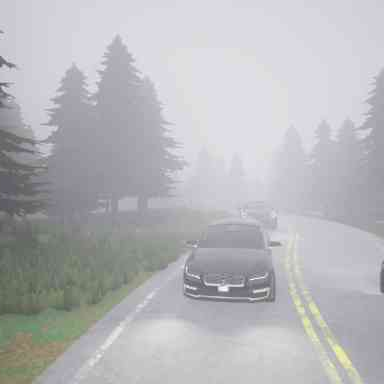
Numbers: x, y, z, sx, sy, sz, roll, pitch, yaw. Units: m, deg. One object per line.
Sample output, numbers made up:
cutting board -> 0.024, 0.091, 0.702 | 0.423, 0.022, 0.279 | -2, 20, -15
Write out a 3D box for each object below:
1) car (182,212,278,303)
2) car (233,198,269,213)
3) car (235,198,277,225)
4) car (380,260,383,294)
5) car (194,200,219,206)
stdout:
car -> 1.089, 1.496, 8.411 | 1.837, 1.490, 4.892 | -1, 0, 12
car -> 6.193, 1.410, 35.734 | 1.837, 1.490, 4.892 | 2, -1, -16
car -> 3.871, 1.270, 20.364 | 2.097, 1.767, 4.553 | -1, 0, 5
car -> 4.492, 1.308, 4.642 | 2.097, 1.767, 4.553 | -1, 0, 8
car -> 1.907, 1.798, 44.858 | 1.812, 1.442, 4.674 | 3, -5, -35
